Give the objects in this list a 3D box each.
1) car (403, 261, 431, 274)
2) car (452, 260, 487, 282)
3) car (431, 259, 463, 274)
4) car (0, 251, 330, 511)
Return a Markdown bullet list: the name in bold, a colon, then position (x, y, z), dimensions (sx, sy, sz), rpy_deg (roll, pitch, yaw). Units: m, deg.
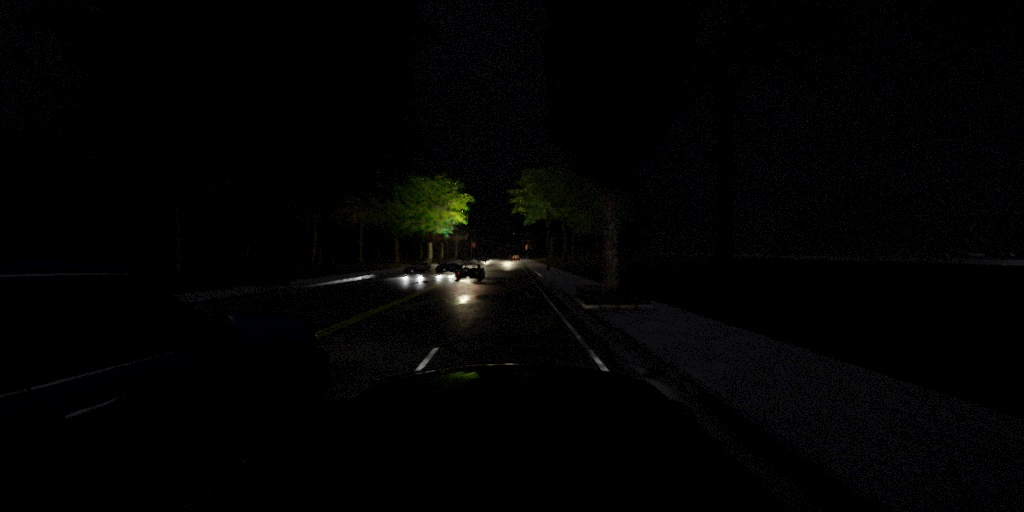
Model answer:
- **car**: position (-9.848, 1.187, 37.587), dimensions (1.895, 1.301, 4.718), rpy_deg (0, 0, 0)
- **car**: position (-3.155, 1.245, 27.820), dimensions (1.895, 1.301, 4.718), rpy_deg (0, 0, 0)
- **car**: position (-6.595, 1.154, 36.946), dimensions (1.994, 1.385, 4.181), rpy_deg (0, 0, 0)
- **car**: position (-3.150, 0.972, 1.726), dimensions (2.150, 2.045, 5.566), rpy_deg (0, 0, 0)
